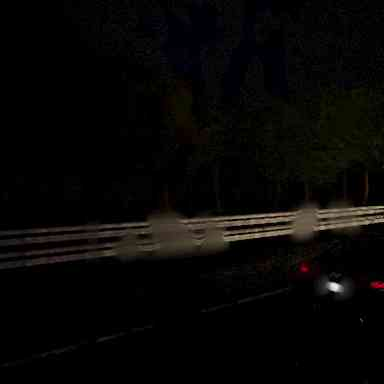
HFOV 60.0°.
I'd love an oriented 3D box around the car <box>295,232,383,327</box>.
[{"bbox_3d":[3.980,1.514,6.623,4.181,1.385,1.994,-1,0,-35],"label":"car"}]
